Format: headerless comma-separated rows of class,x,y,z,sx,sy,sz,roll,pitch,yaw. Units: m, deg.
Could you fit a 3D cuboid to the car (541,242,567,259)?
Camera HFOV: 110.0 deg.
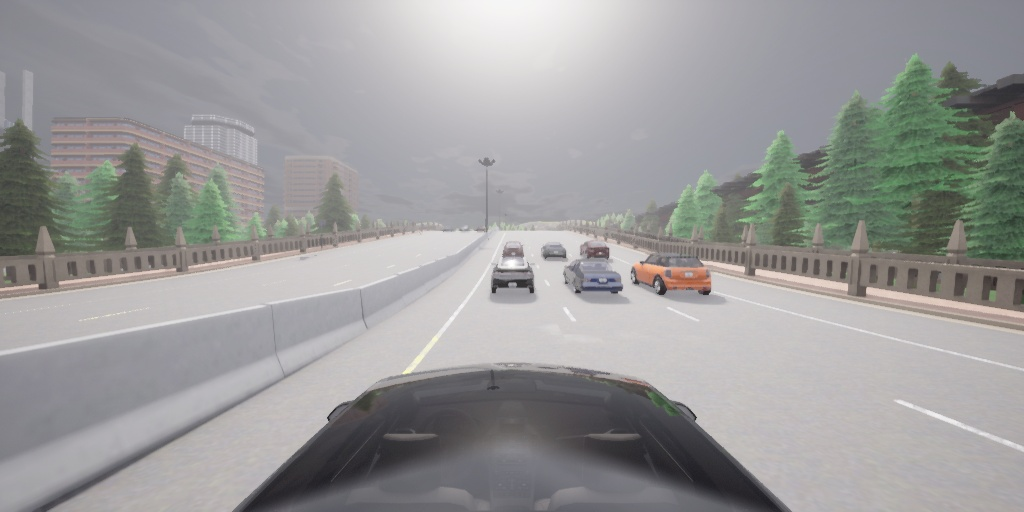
car,3.623,-0.558,31.293,1.994,1.385,4.181,0,6,0

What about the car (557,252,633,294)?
car,3.541,0.823,16.438,2.033,1.411,5.357,0,4,0

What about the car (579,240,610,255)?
car,7.123,-0.645,31.262,1.882,1.535,5.008,0,6,0

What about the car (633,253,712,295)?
car,7.041,0.628,16.378,2.097,1.767,4.553,0,4,0

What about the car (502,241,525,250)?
car,0.124,-0.598,31.308,1.812,1.442,4.674,0,6,0

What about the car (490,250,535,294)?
car,0.041,0.756,16.457,2.128,1.511,4.902,0,4,0
